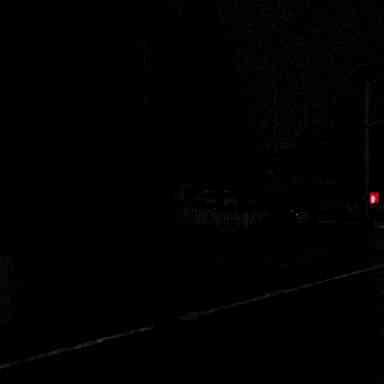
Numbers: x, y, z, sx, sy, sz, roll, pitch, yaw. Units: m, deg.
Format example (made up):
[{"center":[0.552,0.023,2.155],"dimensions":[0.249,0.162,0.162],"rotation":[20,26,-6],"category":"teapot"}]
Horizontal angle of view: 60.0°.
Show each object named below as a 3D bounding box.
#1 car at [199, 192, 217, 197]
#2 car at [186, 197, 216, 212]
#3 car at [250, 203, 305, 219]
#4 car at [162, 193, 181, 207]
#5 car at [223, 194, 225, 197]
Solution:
[{"center":[4.930,1.113,92.316],"dimensions":[1.932,1.855,4.605],"rotation":[0,0,-37],"category":"car"},{"center":[1.351,1.579,37.237],"dimensions":[1.994,1.385,4.181],"rotation":[0,0,-37],"category":"car"},{"center":[7.412,1.616,29.219],"dimensions":[1.895,1.301,4.718],"rotation":[0,0,-37],"category":"car"},{"center":[-3.646,1.367,50.102],"dimensions":[2.097,1.767,4.553],"rotation":[0,0,-35],"category":"car"},{"center":[7.017,1.092,94.380],"dimensions":[1.905,1.878,3.866],"rotation":[0,0,-37],"category":"car"}]
